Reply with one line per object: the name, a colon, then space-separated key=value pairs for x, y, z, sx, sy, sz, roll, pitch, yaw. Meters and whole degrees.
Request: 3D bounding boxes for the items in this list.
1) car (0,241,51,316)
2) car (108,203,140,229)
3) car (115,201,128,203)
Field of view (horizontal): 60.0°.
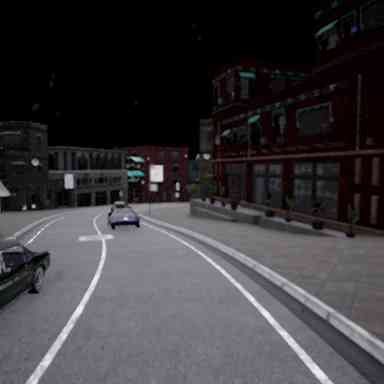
car: x=-4.232 y=1.682 z=6.203 sx=1.895 sy=1.301 sz=4.718 roll=-1 pitch=0 yaw=-8
car: x=-4.907 y=1.732 z=23.595 sx=1.994 sy=1.385 sz=4.181 roll=-2 pitch=0 yaw=-17
car: x=-8.716 y=1.857 z=41.170 sx=1.837 sy=1.490 sz=4.892 roll=-1 pitch=-1 yaw=-5
